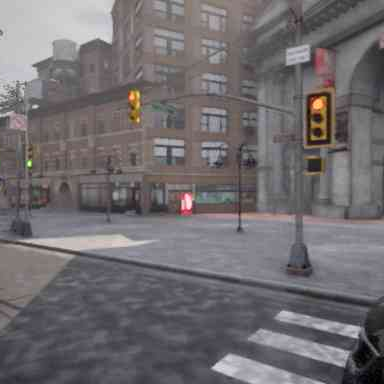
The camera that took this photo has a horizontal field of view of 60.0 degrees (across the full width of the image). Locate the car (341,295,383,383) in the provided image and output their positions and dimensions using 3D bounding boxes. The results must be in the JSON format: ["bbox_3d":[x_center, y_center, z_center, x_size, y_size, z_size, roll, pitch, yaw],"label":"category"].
[{"bbox_3d":[3.652,1.220,1.384,5.566,2.045,2.150,0,0,36],"label":"car"}]
